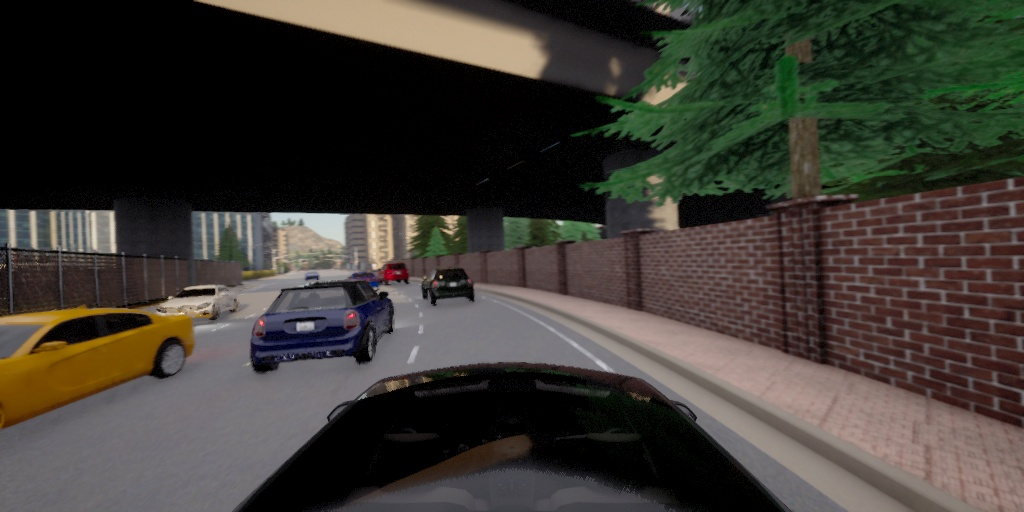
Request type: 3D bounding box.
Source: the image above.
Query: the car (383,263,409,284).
[{"bbox_3d":[-11.656,1.740,35.067,2.150,2.045,5.566,-3,0,-29],"label":"car"}]

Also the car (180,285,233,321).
[{"bbox_3d":[-13.825,2.055,16.039,1.812,1.442,4.674,-3,0,-24],"label":"car"}]

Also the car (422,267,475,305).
[{"bbox_3d":[-3.397,1.363,18.397,2.097,1.767,4.553,-3,0,-20],"label":"car"}]

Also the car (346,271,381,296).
[{"bbox_3d":[-11.187,1.930,26.808,1.882,1.535,5.008,-3,0,-28],"label":"car"}]

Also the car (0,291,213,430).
[{"bbox_3d":[-7.355,1.621,5.458,1.882,1.535,5.008,-3,0,-9],"label":"car"}]

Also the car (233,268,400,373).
[{"bbox_3d":[-4.203,1.352,8.737,2.097,1.767,4.553,-3,0,-10],"label":"car"}]

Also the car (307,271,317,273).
[{"bbox_3d":[-31.009,3.089,55.678,1.882,1.535,5.008,-3,0,-31],"label":"car"}]
